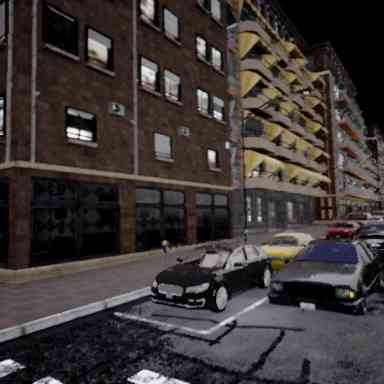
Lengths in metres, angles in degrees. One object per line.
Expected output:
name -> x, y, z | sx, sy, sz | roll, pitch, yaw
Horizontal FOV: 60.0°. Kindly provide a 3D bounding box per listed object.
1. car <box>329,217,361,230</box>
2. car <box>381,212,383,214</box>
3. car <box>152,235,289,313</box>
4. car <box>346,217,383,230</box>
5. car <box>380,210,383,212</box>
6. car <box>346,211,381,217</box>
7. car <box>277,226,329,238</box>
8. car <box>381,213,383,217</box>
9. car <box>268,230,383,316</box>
car -> 10.383, 2.646, 22.573 | 1.887, 1.381, 4.507 | -3, -4, 35
car -> 19.901, 3.205, 36.080 | 1.752, 1.417, 4.829 | -3, -4, 35
car -> 0.766, 2.070, 8.927 | 2.008, 1.369, 4.403 | -3, -4, 35
car -> 9.798, 2.267, 17.279 | 2.128, 1.511, 4.902 | -4, -4, 35
car -> 23.200, 3.197, 40.779 | 2.192, 1.841, 5.009 | -3, -4, 35
car -> 13.584, 2.611, 27.135 | 2.192, 1.841, 5.009 | -3, -4, 35
car -> 3.873, 2.232, 13.338 | 1.752, 1.417, 4.829 | -3, -4, 35
car -> 17.738, 2.734, 28.511 | 1.882, 1.535, 5.008 | -4, -4, 35
car -> 3.797, 1.960, 8.761 | 2.033, 1.411, 5.357 | -4, -5, 35
